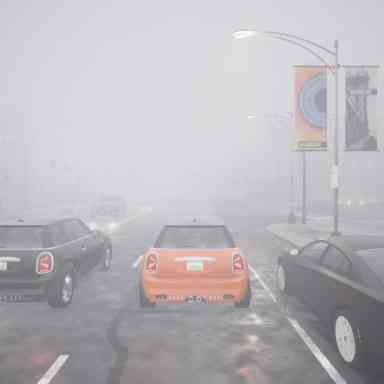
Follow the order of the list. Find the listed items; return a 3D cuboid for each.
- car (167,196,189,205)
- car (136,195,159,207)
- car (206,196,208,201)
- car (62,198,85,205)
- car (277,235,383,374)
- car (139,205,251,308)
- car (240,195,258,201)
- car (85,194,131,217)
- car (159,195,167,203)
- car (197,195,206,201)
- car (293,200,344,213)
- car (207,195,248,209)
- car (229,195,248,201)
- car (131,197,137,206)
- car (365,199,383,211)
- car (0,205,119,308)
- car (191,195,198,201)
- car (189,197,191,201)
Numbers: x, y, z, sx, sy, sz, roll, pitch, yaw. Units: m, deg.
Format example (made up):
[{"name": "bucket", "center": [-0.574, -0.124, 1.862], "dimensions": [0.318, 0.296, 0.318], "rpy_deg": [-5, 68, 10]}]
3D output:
[{"name": "car", "center": [-2.454, 1.504, 58.218], "dimensions": [1.837, 1.490, 4.892], "rpy_deg": [-1, 0, 12]}, {"name": "car", "center": [-6.791, 1.564, 51.335], "dimensions": [1.994, 1.385, 4.181], "rpy_deg": [0, 0, 4]}, {"name": "car", "center": [5.411, 1.491, 68.875], "dimensions": [2.128, 1.511, 4.902], "rpy_deg": [0, 0, 30]}, {"name": "car", "center": [-10.582, 1.352, 30.269], "dimensions": [2.097, 1.767, 4.553], "rpy_deg": [0, 0, 0]}, {"name": "car", "center": [2.902, 1.480, 5.739], "dimensions": [2.097, 1.535, 5.008], "rpy_deg": [0, 0, 0]}, {"name": "car", "center": [0.066, 1.352, 8.089], "dimensions": [2.097, 1.767, 4.553], "rpy_deg": [0, 0, 0]}, {"name": "car", "center": [15.117, 1.595, 88.337], "dimensions": [4.718, 1.301, 1.895], "rpy_deg": [0, 0, -32]}, {"name": "car", "center": [-7.089, 1.221, 28.746], "dimensions": [2.150, 2.045, 5.566], "rpy_deg": [0, 0, 0]}, {"name": "car", "center": [-6.571, 1.355, 69.048], "dimensions": [2.097, 1.767, 4.553], "rpy_deg": [0, 0, 23]}, {"name": "car", "center": [3.947, 1.553, 79.153], "dimensions": [1.994, 1.385, 4.181], "rpy_deg": [0, 0, 40]}, {"name": "car", "center": [13.758, 1.547, 36.467], "dimensions": [5.357, 1.411, 2.033], "rpy_deg": [0, 0, 1]}, {"name": "car", "center": [4.891, 1.478, 43.390], "dimensions": [5.008, 1.535, 1.882], "rpy_deg": [0, 1, 40]}, {"name": "car", "center": [12.785, 1.524, 90.986], "dimensions": [4.902, 1.511, 2.128], "rpy_deg": [0, 0, -37]}, {"name": "car", "center": [-10.020, 1.547, 56.229], "dimensions": [2.033, 1.411, 5.357], "rpy_deg": [0, 0, 8]}, {"name": "car", "center": [23.478, 1.502, 39.970], "dimensions": [4.892, 1.490, 1.837], "rpy_deg": [-1, 0, 0]}, {"name": "car", "center": [-3.435, 1.352, 8.093], "dimensions": [2.097, 1.767, 4.553], "rpy_deg": [0, 0, 0]}, {"name": "car", "center": [1.091, 1.500, 81.206], "dimensions": [1.837, 1.490, 4.892], "rpy_deg": [0, 0, 40]}, {"name": "car", "center": [-2.645, 1.525, 69.238], "dimensions": [1.812, 1.442, 4.674], "rpy_deg": [0, 0, 26]}]
